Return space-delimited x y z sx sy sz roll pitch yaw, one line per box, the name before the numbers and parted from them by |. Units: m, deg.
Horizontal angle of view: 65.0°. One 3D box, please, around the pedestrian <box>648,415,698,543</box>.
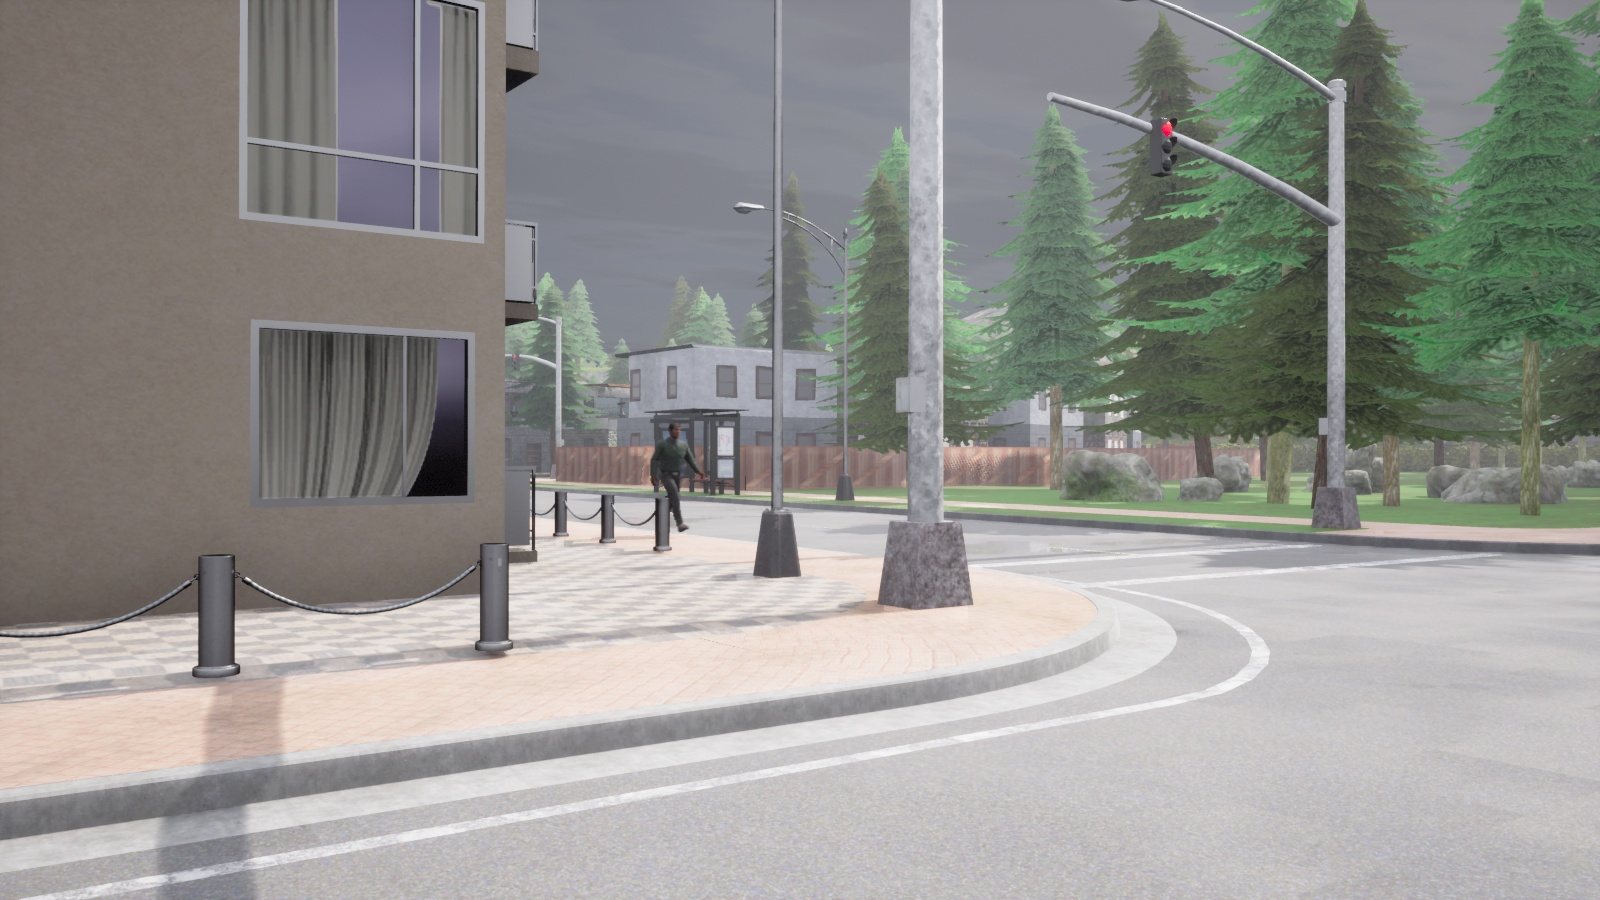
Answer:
pedestrian | -1.989 0.443 19.622 0.423 1.949 0.788 0 0 -38
